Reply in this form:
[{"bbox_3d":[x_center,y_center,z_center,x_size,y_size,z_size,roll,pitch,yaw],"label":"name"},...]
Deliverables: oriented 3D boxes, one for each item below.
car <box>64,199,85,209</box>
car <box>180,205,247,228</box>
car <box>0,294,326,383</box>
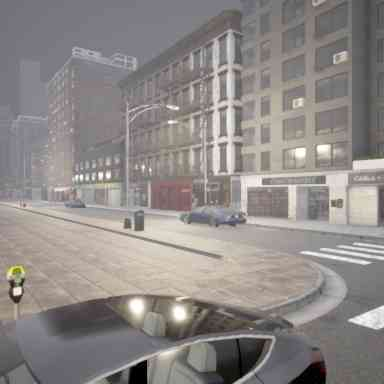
[{"bbox_3d":[-17.096,1.691,48.429,1.994,1.385,4.181,0,0,-35],"label":"car"},{"bbox_3d":[1.297,1.582,22.529,2.033,1.411,5.357,0,0,-35],"label":"car"},{"bbox_3d":[-0.875,1.566,2.188,4.313,1.339,1.947,0,0,-35],"label":"car"}]
